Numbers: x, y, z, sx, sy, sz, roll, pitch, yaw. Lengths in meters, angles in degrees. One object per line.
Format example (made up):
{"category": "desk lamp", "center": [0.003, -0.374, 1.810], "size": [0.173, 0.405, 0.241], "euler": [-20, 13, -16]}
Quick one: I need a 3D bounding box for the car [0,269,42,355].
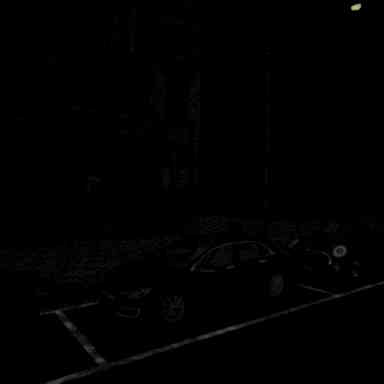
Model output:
{"category": "car", "center": [-4.132, 1.537, 3.807], "size": [4.403, 1.369, 2.008], "euler": [1, 0, -35]}

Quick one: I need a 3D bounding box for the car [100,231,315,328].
{"category": "car", "center": [0.313, 1.596, 6.977], "size": [4.403, 1.369, 2.008], "euler": [1, 0, -35]}

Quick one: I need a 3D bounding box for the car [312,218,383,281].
{"category": "car", "center": [4.759, 1.547, 10.146], "size": [4.097, 1.590, 1.967], "euler": [1, 0, -35]}
